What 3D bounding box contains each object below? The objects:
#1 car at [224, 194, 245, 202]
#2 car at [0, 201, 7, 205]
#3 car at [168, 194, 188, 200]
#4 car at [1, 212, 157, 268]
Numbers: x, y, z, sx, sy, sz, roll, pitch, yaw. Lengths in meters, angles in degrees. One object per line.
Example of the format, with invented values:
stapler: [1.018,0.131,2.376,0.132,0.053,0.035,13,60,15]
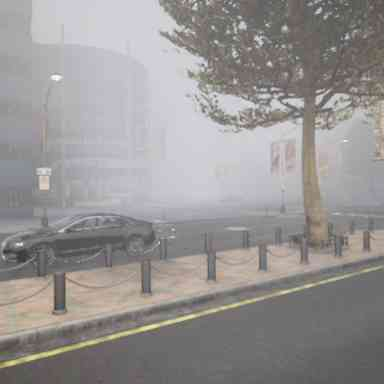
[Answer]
car: [8.301,1.108,65.535,1.882,1.535,5.008,-1,0,-34]
car: [-20.493,1.305,32.168,4.674,1.452,2.002,-1,0,-34]
car: [-3.237,1.129,77.371,5.008,1.535,1.882,0,0,35]
car: [-3.572,1.463,11.182,4.902,1.511,2.128,-1,0,-34]
